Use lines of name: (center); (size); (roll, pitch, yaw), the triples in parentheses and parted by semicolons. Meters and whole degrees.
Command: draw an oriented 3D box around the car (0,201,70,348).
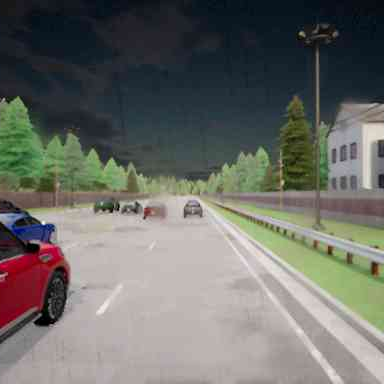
car: (-3.399, 1.252, 4.021); (2.150, 2.045, 5.566); (0, 0, 0)

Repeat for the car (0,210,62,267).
car: (-6.897, 1.564, 12.706); (1.882, 1.535, 5.008); (0, 0, 0)

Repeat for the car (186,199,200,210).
car: (0.111, 1.891, 51.144); (2.033, 1.411, 5.357); (0, 0, 0)

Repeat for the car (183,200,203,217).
car: (0.108, 1.720, 33.970); (2.128, 1.511, 4.902); (0, 0, 0)

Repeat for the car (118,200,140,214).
car: (-6.905, 1.785, 38.511); (1.812, 1.442, 4.674); (0, 0, 0)

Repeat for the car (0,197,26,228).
car: (-13.895, 1.379, 22.901); (2.150, 2.045, 5.566); (0, 0, 0)

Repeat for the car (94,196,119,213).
car: (-10.391, 1.500, 40.983); (2.150, 2.045, 5.566); (0, 0, 0)

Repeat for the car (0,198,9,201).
car: (-10.397, 1.339, 17.019); (2.150, 2.045, 5.566); (0, 0, 0)

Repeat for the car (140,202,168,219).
car: (-3.393, 1.692, 31.775); (1.882, 1.535, 5.008); (0, 0, 0)
